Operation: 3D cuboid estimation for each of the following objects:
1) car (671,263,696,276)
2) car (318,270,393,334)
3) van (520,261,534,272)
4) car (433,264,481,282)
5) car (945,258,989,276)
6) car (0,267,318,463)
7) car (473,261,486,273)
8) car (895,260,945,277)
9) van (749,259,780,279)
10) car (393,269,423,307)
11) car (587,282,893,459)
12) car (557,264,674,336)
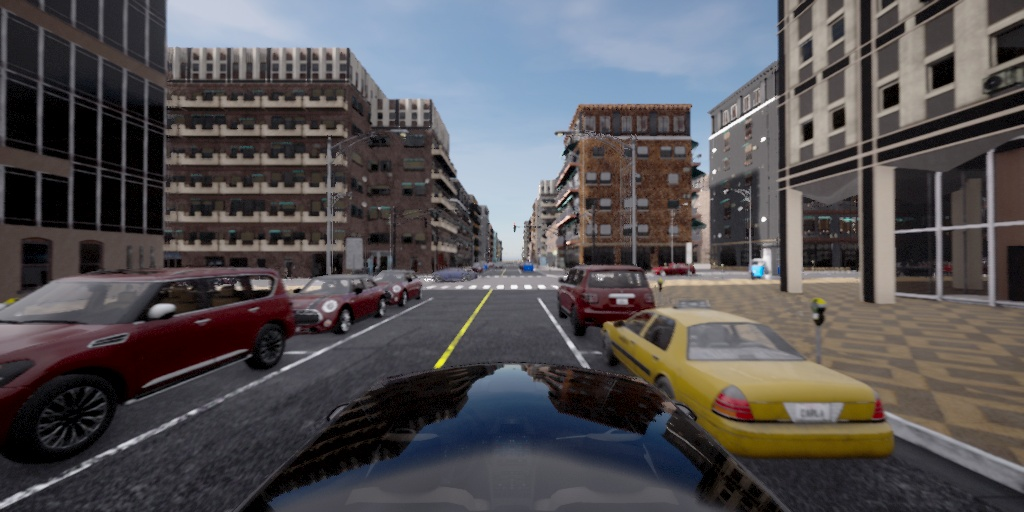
[{"bbox_3d":[17.599,1.478,39.171,4.507,1.381,1.888,0,0,0],"label":"car"},{"bbox_3d":[-5.316,1.298,10.732,1.967,1.591,4.097,0,0,0],"label":"car"},{"bbox_3d":[2.693,1.762,59.249,1.690,1.789,3.998,0,0,0],"label":"van"},{"bbox_3d":[-5.339,1.739,33.852,4.181,1.385,1.994,-1,-1,0],"label":"car"},{"bbox_3d":[39.916,1.082,31.303,4.507,1.381,1.888,0,0,0],"label":"car"},{"bbox_3d":[-5.316,1.106,5.185,2.192,1.841,5.009,0,0,0],"label":"car"},{"bbox_3d":[-5.447,1.804,54.289,1.967,1.591,4.097,0,0,0],"label":"car"},{"bbox_3d":[34.264,1.180,31.300,4.313,1.339,1.948,0,0,0],"label":"car"},{"bbox_3d":[22.960,1.110,31.294,3.998,1.789,1.690,0,0,0],"label":"van"},{"bbox_3d":[-5.406,1.364,16.275,1.967,1.591,4.097,0,0,0],"label":"car"},{"bbox_3d":[2.565,1.317,5.356,1.751,1.417,4.829,0,0,0],"label":"car"},{"bbox_3d":[2.565,1.173,10.733,2.192,1.841,5.009,0,0,0],"label":"car"}]
